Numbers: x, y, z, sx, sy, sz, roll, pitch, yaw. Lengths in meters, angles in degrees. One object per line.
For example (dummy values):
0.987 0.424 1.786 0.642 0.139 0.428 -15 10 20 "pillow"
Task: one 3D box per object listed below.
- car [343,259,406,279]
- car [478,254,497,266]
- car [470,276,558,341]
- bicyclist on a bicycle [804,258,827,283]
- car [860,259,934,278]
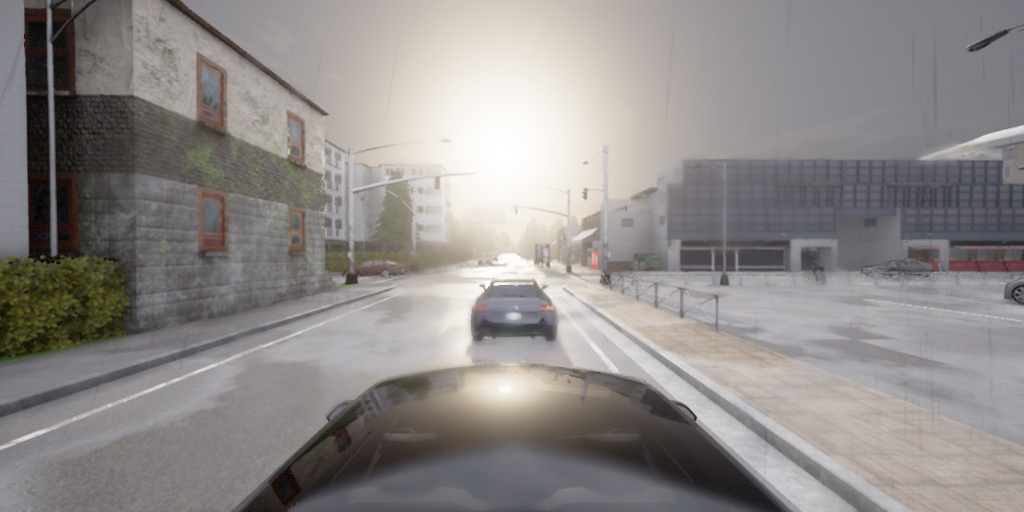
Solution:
-11.253 1.020 29.310 5.008 1.535 1.882 0 0 7 "car"
-3.639 0.567 49.543 2.128 1.511 4.902 0 1 0 "car"
0.053 1.204 9.497 1.994 1.385 4.181 0 1 0 "car"
18.688 0.939 22.116 0.582 1.620 1.656 0 1 0 "bicyclist on a bicycle"
31.717 1.022 29.644 4.902 1.511 2.128 0 1 0 "car"
